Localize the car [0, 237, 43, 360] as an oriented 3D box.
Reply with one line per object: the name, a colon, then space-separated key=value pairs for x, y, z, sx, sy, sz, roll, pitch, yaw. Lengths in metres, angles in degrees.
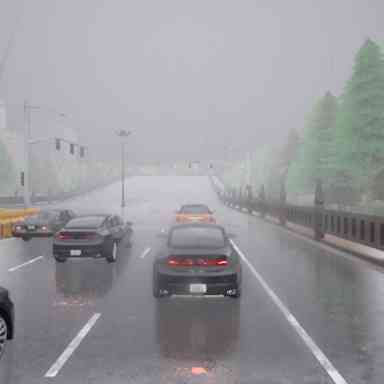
car: x=-3.395 y=1.494 z=2.718 sx=2.128 sy=1.511 sz=4.902 roll=0 pitch=0 yaw=0

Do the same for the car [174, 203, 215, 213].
car: x=0.136 y=1.369 z=17.515 sx=2.097 sy=1.767 sz=4.553 roll=0 pitch=0 yaw=0

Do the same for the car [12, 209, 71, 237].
car: x=-6.866 y=1.564 z=16.731 sx=2.033 sy=1.411 sz=5.357 roll=0 pitch=0 yaw=0

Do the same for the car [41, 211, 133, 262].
car: x=-3.374 y=1.517 z=12.071 sx=1.837 sy=1.490 sz=4.892 roll=0 pitch=0 yaw=0

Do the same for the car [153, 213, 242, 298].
car: x=0.117 y=1.513 z=8.500 sx=1.837 sy=1.490 sz=4.892 roll=0 pitch=0 yaw=0
